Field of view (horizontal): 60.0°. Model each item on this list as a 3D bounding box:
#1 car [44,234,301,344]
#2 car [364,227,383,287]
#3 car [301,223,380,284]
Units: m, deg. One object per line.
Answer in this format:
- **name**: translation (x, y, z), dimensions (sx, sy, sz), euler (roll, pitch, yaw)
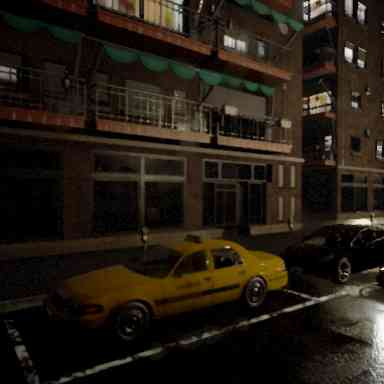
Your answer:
- **car**: translation (-0.192, 1.547, 6.426), dimensions (4.829, 1.417, 1.752), euler (0, 0, -36)
- **car**: translation (6.641, 1.611, 8.092), dimensions (5.357, 1.411, 2.033), euler (0, 0, -35)
- **car**: translation (4.438, 1.624, 9.738), dimensions (4.313, 1.339, 1.947), euler (0, 0, -36)
